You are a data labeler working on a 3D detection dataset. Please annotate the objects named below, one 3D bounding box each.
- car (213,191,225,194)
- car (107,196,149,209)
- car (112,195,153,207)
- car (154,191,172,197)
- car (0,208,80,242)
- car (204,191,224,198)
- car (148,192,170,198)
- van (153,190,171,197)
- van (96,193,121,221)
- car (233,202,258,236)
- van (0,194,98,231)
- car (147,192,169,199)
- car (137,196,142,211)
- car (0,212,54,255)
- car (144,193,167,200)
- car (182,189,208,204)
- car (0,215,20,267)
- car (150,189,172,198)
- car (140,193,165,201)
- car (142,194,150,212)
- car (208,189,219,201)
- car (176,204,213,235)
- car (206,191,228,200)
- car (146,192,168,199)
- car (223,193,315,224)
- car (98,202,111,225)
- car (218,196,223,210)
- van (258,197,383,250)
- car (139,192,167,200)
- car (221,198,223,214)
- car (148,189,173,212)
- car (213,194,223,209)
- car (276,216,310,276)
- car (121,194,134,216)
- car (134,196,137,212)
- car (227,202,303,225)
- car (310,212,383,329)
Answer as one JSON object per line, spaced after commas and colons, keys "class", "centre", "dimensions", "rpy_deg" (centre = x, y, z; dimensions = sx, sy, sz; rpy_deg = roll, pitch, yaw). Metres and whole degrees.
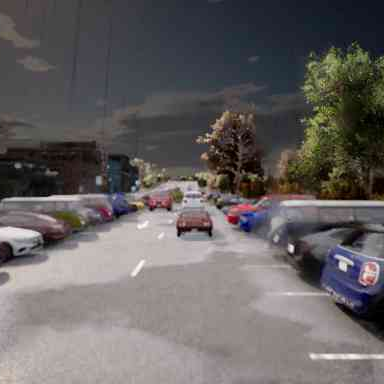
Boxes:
{"class": "car", "centre": [4.937, 1.094, 37.041], "dimensions": [4.553, 1.767, 2.185], "rpy_deg": [0, 1, 0]}
{"class": "car", "centre": [-7.604, 1.218, 39.852], "dimensions": [4.674, 1.452, 2.002], "rpy_deg": [0, 1, 0]}
{"class": "car", "centre": [-7.573, 1.167, 42.678], "dimensions": [4.792, 1.488, 2.163], "rpy_deg": [0, 1, 0]}
{"class": "car", "centre": [-7.858, 0.541, 90.916], "dimensions": [4.892, 1.521, 2.231], "rpy_deg": [0, 1, 0]}
{"class": "car", "centre": [-7.641, 1.559, 14.410], "dimensions": [4.674, 1.452, 2.002], "rpy_deg": [0, 0, 0]}
{"class": "car", "centre": [5.210, 0.598, 79.803], "dimensions": [4.553, 1.767, 2.185], "rpy_deg": [0, 1, 0]}
{"class": "car", "centre": [-7.845, 0.724, 79.785], "dimensions": [4.892, 1.521, 2.231], "rpy_deg": [0, 1, 0]}
{"class": "van", "centre": [-7.965, 0.360, 88.129], "dimensions": [4.442, 1.987, 1.878], "rpy_deg": [0, 1, 0]}
{"class": "van", "centre": [-7.515, 1.199, 22.896], "dimensions": [4.442, 1.987, 1.878], "rpy_deg": [0, 1, 0]}
{"class": "car", "centre": [4.930, 1.502, 17.392], "dimensions": [5.008, 1.535, 2.097], "rpy_deg": [0, 1, 0]}
{"class": "van", "centre": [-7.523, 1.275, 17.365], "dimensions": [4.442, 1.987, 1.878], "rpy_deg": [0, 1, 0]}
{"class": "car", "centre": [-7.864, 0.798, 77.002], "dimensions": [4.792, 1.488, 2.163], "rpy_deg": [0, 1, 0]}
{"class": "car", "centre": [-7.624, 1.301, 31.374], "dimensions": [5.008, 1.535, 2.097], "rpy_deg": [0, 1, 0]}
{"class": "car", "centre": [-7.650, 1.556, 11.575], "dimensions": [4.674, 1.452, 2.002], "rpy_deg": [0, 0, 0]}
{"class": "car", "centre": [-7.799, 0.890, 71.436], "dimensions": [4.792, 1.488, 2.163], "rpy_deg": [0, 1, 0]}
{"class": "car", "centre": [0.150, 1.007, 33.814], "dimensions": [2.150, 2.045, 5.566], "rpy_deg": [0, 1, 0]}
{"class": "car", "centre": [-7.657, 1.507, 8.750], "dimensions": [5.008, 1.535, 2.097], "rpy_deg": [0, 0, 0]}
{"class": "car", "centre": [-7.873, 0.380, 85.346], "dimensions": [5.566, 2.045, 2.435], "rpy_deg": [0, 1, 0]}
{"class": "car", "centre": [-7.806, 0.989, 66.013], "dimensions": [4.674, 1.452, 2.002], "rpy_deg": [1, 1, 0]}
{"class": "car", "centre": [-7.429, 1.257, 34.200], "dimensions": [5.366, 1.575, 1.946], "rpy_deg": [0, 1, 0]}
{"class": "car", "centre": [5.227, 0.827, 65.879], "dimensions": [4.553, 1.767, 2.185], "rpy_deg": [0, 1, 0]}
{"class": "car", "centre": [0.129, 1.605, 18.778], "dimensions": [1.895, 1.301, 4.718], "rpy_deg": [0, 1, 0]}
{"class": "car", "centre": [5.283, 0.733, 71.574], "dimensions": [4.553, 1.767, 2.185], "rpy_deg": [0, 1, 0]}
{"class": "car", "centre": [-7.829, 0.854, 74.219], "dimensions": [4.674, 1.452, 2.002], "rpy_deg": [0, 1, 0]}
{"class": "car", "centre": [4.913, 1.213, 20.224], "dimensions": [5.566, 2.045, 2.435], "rpy_deg": [0, 1, 0]}
{"class": "car", "centre": [-7.633, 1.506, 20.074], "dimensions": [4.674, 1.452, 2.002], "rpy_deg": [0, 1, 0]}
{"class": "car", "centre": [4.961, 1.344, 28.573], "dimensions": [4.892, 1.521, 2.231], "rpy_deg": [0, 1, 0]}
{"class": "van", "centre": [4.806, 1.291, 11.613], "dimensions": [4.442, 1.987, 1.878], "rpy_deg": [0, 0, 0]}
{"class": "car", "centre": [-8.010, 0.903, 68.653], "dimensions": [5.366, 1.575, 1.946], "rpy_deg": [0, 1, 0]}
{"class": "car", "centre": [4.920, 1.412, 25.875], "dimensions": [4.792, 1.488, 2.163], "rpy_deg": [0, 1, 0]}
{"class": "car", "centre": [-3.218, 0.991, 35.302], "dimensions": [2.150, 2.045, 5.566], "rpy_deg": [0, 0, 1]}
{"class": "car", "centre": [4.959, 1.259, 34.344], "dimensions": [5.008, 1.535, 2.097], "rpy_deg": [0, 1, 0]}
{"class": "car", "centre": [4.952, 1.538, 8.785], "dimensions": [4.792, 1.488, 2.163], "rpy_deg": [0, 0, 0]}
{"class": "car", "centre": [-7.655, 1.132, 25.720], "dimensions": [5.566, 2.045, 2.435], "rpy_deg": [0, 1, 0]}
{"class": "car", "centre": [-7.618, 1.342, 28.550], "dimensions": [5.008, 1.535, 2.097], "rpy_deg": [0, 1, 0]}
{"class": "car", "centre": [4.916, 1.453, 23.051], "dimensions": [4.792, 1.488, 2.163], "rpy_deg": [0, 1, 0]}
{"class": "car", "centre": [4.884, 1.374, 6.088], "dimensions": [4.553, 1.767, 2.185], "rpy_deg": [0, 0, 0]}
